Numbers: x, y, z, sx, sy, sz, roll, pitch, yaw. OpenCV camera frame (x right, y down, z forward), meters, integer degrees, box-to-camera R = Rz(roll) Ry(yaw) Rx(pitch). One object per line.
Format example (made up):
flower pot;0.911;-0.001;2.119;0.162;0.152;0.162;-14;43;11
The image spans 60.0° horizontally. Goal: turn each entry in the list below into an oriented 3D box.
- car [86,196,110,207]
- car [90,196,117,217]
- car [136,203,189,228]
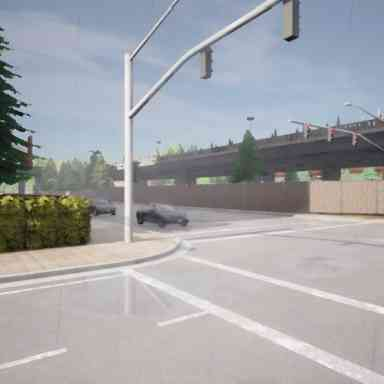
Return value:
car;-14.838;1.433;52.175;2.128;1.511;4.902;0;0;-35
car;-8.674;1.448;31.061;1.837;1.490;4.892;0;0;-35
car;-2.079;1.469;21.803;1.812;1.442;4.674;0;0;-35
